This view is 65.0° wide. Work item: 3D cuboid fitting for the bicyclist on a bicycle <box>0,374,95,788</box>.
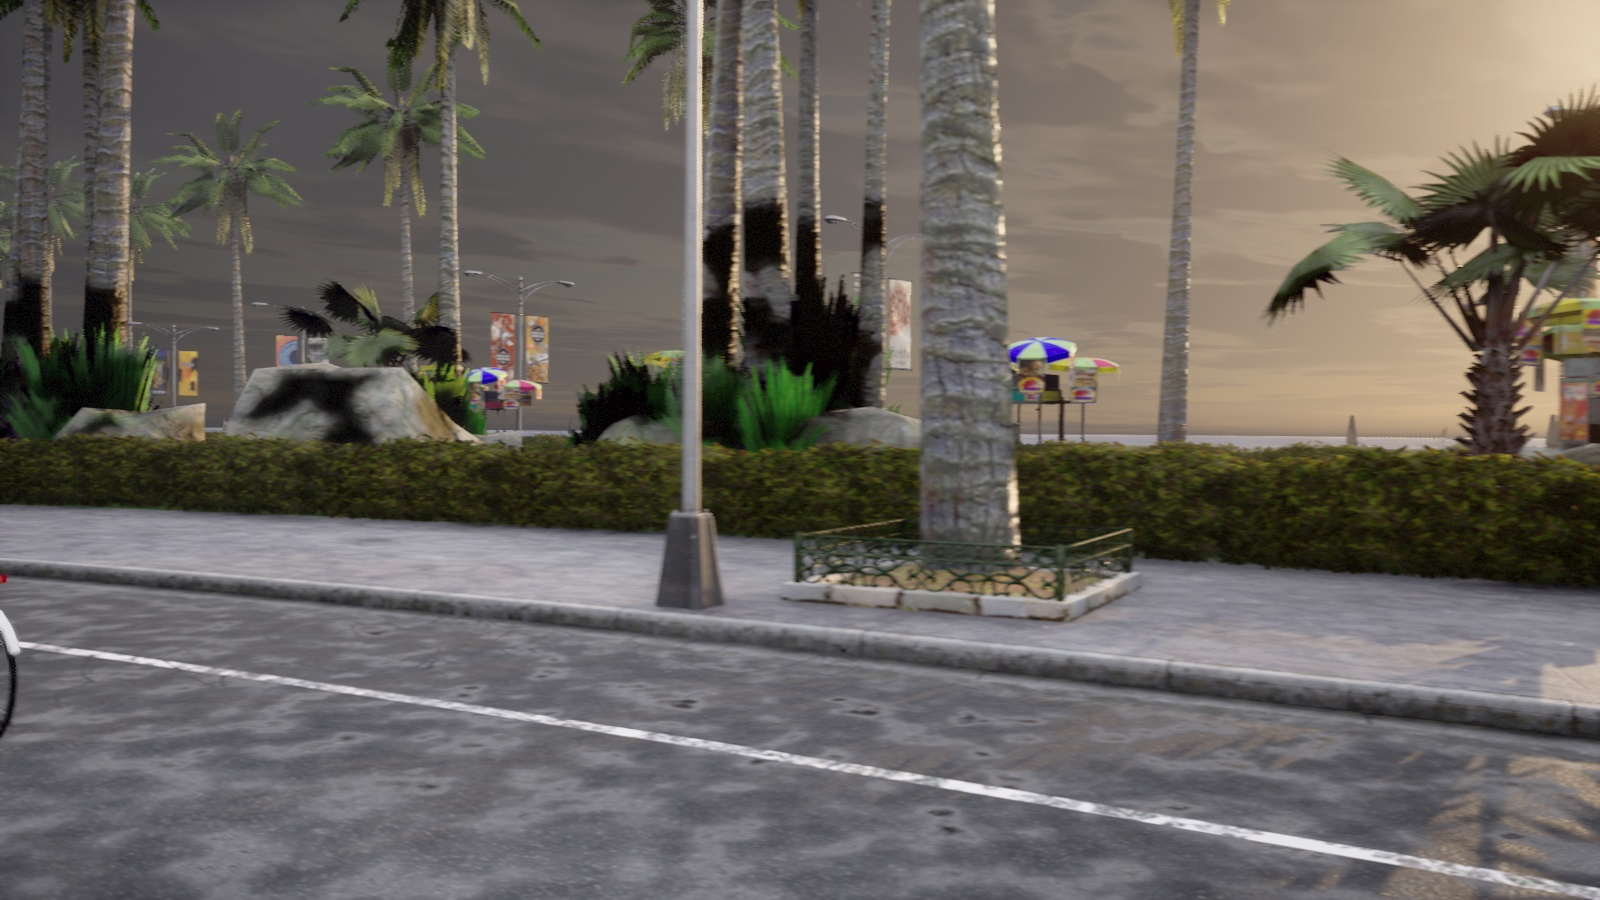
[{"bbox_3d":[-4.212,0.557,5.878,1.843,1.776,0.659,0,1,27],"label":"bicyclist on a bicycle"}]
